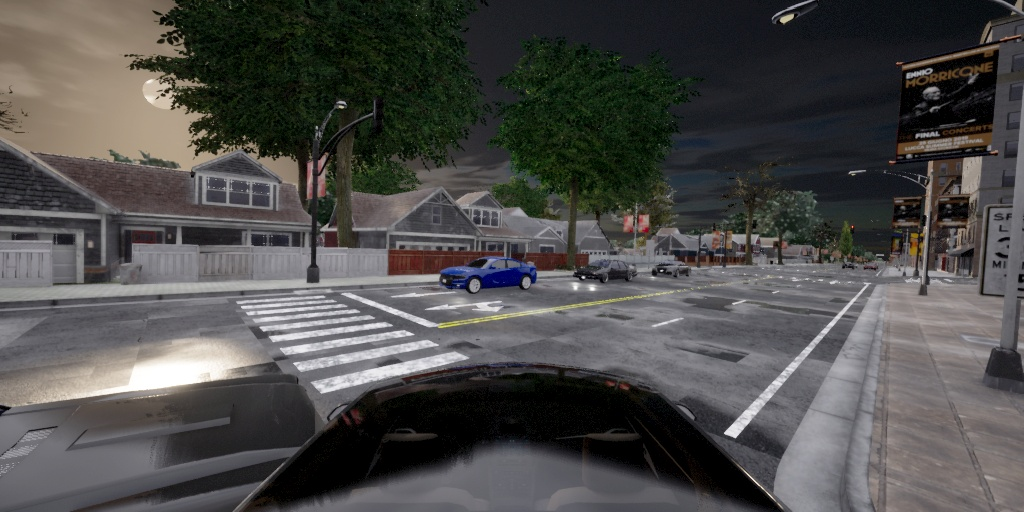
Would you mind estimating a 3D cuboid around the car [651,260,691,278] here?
[{"bbox_3d":[13.506,1.024,30.277,4.181,1.385,1.994,1,2,-44],"label":"car"}]

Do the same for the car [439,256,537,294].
[{"bbox_3d":[-0.981,0.776,16.567,5.008,1.535,1.882,1,3,-43],"label":"car"}]

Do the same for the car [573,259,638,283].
[{"bbox_3d":[6.247,0.924,23.421,5.357,1.411,2.033,1,2,-43],"label":"car"}]

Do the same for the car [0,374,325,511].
[{"bbox_3d":[-3.317,1.273,1.402,4.718,1.301,1.895,1,2,-33],"label":"car"}]
